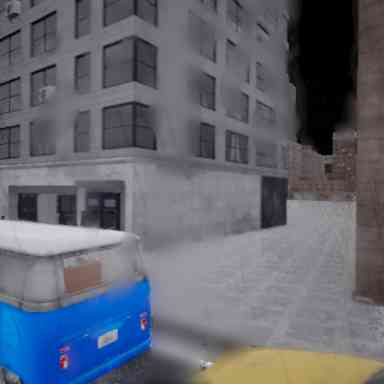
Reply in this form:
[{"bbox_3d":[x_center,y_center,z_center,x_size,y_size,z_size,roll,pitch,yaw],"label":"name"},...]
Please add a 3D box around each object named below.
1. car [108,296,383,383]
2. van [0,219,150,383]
[{"bbox_3d":[1.929,1.525,1.576,4.829,1.417,1.752,0,1,35],"label":"car"},{"bbox_3d":[-2.416,1.345,4.670,3.998,1.788,1.690,0,1,35],"label":"van"}]
